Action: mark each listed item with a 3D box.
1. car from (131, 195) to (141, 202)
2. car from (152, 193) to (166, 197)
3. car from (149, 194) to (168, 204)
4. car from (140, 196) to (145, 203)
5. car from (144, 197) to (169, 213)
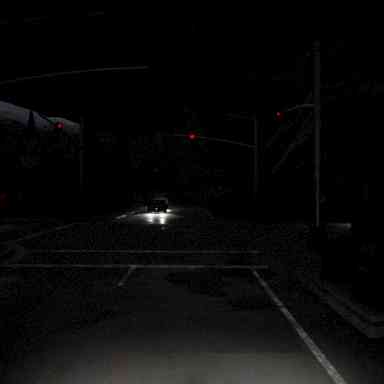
[{"bbox_3d":[-12.345,1.480,73.213,4.902,1.511,2.128,0,0,42],"label":"car"},{"bbox_3d":[-4.506,1.221,46.112,2.150,2.045,5.566,0,0,-10],"label":"car"},{"bbox_3d":[-6.596,1.352,64.907,2.097,1.767,4.553,0,0,-27],"label":"car"},{"bbox_3d":[-6.877,1.601,55.753,1.895,1.301,4.718,0,0,-19],"label":"car"},{"bbox_3d":[-3.757,1.564,36.485,1.994,1.385,4.181,0,0,-2],"label":"car"}]
